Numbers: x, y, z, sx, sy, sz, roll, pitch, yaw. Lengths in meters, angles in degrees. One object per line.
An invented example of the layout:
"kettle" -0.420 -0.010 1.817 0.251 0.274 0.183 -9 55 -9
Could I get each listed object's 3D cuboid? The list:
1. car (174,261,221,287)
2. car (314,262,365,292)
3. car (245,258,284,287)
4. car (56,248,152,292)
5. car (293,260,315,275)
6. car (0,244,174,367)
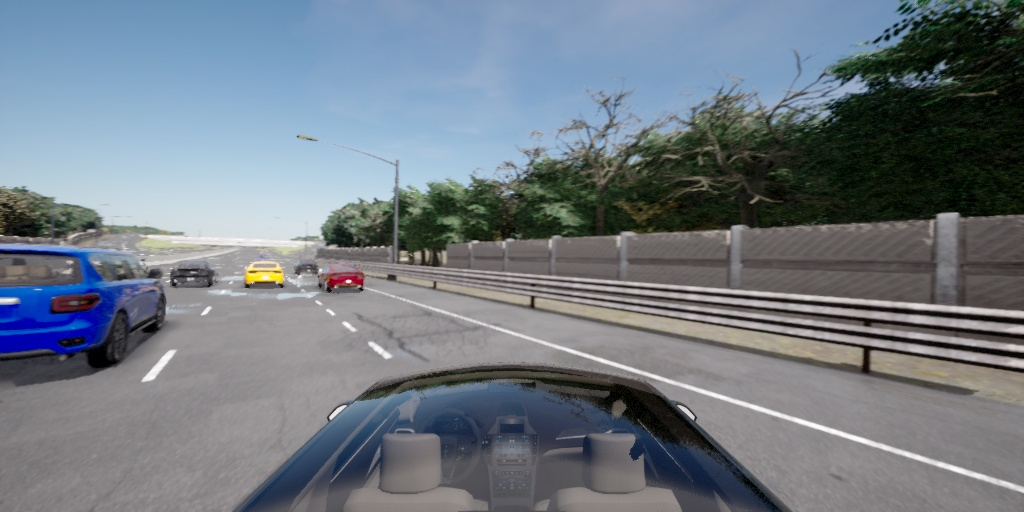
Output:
"car" -19.241 1.022 21.897 1.837 1.490 4.892 2 -1 -35
"car" -10.142 1.196 21.161 1.882 1.535 5.008 2 -1 -35
"car" -15.631 1.086 22.679 1.882 1.535 5.008 2 -1 -35
"car" -21.849 0.655 19.534 2.150 2.045 5.566 2 -1 -35
"car" -20.692 1.127 36.086 1.837 1.490 4.892 2 -1 -35
"car" -8.570 0.831 6.889 2.150 2.045 5.566 2 -1 -36
